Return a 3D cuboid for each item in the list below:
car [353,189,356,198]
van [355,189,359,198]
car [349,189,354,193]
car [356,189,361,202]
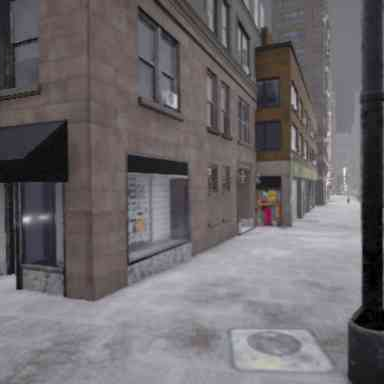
[{"bbox_3d":[33.159,0.657,64.907,1.967,1.590,4.097,-1,0,24],"label":"car"},{"bbox_3d":[30.911,0.615,59.815,1.690,1.788,3.998,-1,0,24],"label":"van"},{"bbox_3d":[42.145,0.545,85.274,1.947,1.339,4.313,-1,0,24],"label":"car"},{"bbox_3d":[28.667,0.770,54.723,1.967,1.590,4.097,-1,0,24],"label":"car"}]
